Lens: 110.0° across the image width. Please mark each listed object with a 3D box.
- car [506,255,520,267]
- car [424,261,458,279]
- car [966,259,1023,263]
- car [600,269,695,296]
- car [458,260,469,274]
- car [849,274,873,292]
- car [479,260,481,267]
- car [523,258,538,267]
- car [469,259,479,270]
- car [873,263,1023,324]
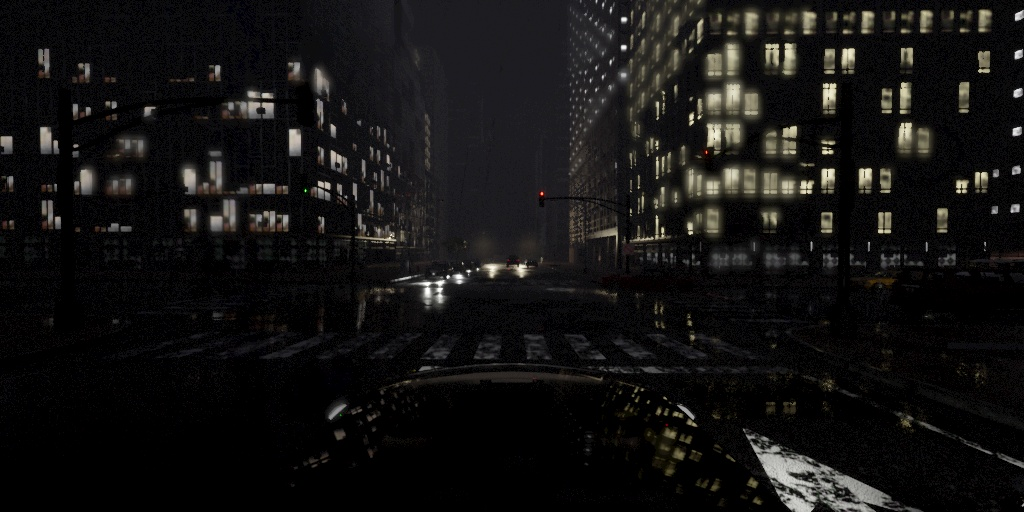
[{"bbox_3d":[0.165,0.925,62.860,2.150,2.045,5.566,0,0,0],"label":"car"},{"bbox_3d":[-6.522,1.225,32.333,2.128,1.511,4.902,0,0,0],"label":"car"},{"bbox_3d":[24.425,1.166,18.029,5.566,2.045,2.150,0,1,1],"label":"car"},{"bbox_3d":[7.275,1.377,19.590,4.718,1.301,1.895,1,1,23],"label":"car"},{"bbox_3d":[-6.496,1.327,41.615,1.895,1.301,4.718,0,0,0],"label":"car"},{"bbox_3d":[21.852,1.409,20.689,4.829,1.417,1.751,0,0,1],"label":"car"},{"bbox_3d":[-6.398,1.182,61.726,1.882,1.535,5.008,0,0,1],"label":"car"},{"bbox_3d":[3.515,1.194,63.661,2.128,1.511,4.902,0,0,0],"label":"car"},{"bbox_3d":[-6.461,1.264,51.385,2.033,1.411,5.357,0,0,0],"label":"car"},{"bbox_3d":[16.219,1.281,12.419,5.009,1.841,2.192,0,0,1],"label":"car"}]
